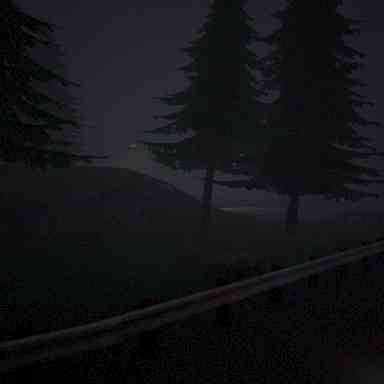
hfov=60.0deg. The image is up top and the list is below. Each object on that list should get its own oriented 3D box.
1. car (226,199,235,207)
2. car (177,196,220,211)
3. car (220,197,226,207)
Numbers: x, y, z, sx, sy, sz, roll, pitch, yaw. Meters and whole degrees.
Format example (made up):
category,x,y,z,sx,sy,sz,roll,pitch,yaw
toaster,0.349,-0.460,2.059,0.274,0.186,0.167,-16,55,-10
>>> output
category,x,y,z,sx,sy,sz,roll,pitch,yaw
car,4.047,1.441,49.172,4.902,1.511,2.128,1,0,36
car,0.819,1.311,42.869,4.553,1.767,2.097,0,0,36
car,1.867,1.456,46.427,4.892,1.490,1.837,0,0,36
